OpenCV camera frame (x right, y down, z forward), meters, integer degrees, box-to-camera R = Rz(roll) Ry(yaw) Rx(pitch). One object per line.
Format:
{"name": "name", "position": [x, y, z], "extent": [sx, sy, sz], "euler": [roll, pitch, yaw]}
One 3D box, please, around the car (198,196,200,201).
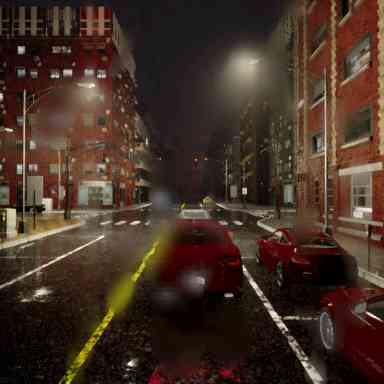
{"name": "car", "position": [2.769, 1.572, 80.732], "extent": [1.887, 1.381, 4.507], "euler": [1, 0, 0]}

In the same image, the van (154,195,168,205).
{"name": "van", "position": [-5.627, 1.359, 58.168], "extent": [1.690, 1.788, 3.998], "euler": [1, 0, 0]}

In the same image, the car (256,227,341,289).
{"name": "car", "position": [2.845, 1.584, 8.869], "extent": [1.802, 1.307, 4.206], "euler": [1, 0, 0]}

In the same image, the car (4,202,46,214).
{"name": "car", "position": [-18.680, 1.730, 37.269], "extent": [4.313, 1.339, 1.947], "euler": [0, -1, 0]}

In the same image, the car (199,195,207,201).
{"name": "car", "position": [2.773, 1.597, 86.383], "extent": [1.947, 1.339, 4.313], "euler": [1, 0, 0]}

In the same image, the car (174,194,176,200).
{"name": "car", "position": [-5.611, 1.553, 80.607], "extent": [1.752, 1.417, 4.829], "euler": [1, 0, 0]}

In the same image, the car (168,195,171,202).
{"name": "car", "position": [-5.626, 1.602, 63.820], "extent": [1.802, 1.307, 4.206], "euler": [1, 0, 0]}

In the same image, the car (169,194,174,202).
{"name": "car", "position": [-5.617, 1.607, 75.125], "extent": [1.802, 1.307, 4.206], "euler": [1, 0, 0]}

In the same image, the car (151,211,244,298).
{"name": "car", "position": [0.105, 1.480, 8.549], "extent": [1.882, 1.535, 5.008], "euler": [0, 0, 0]}

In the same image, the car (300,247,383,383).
{"name": "car", "position": [2.670, 1.583, 3.213], "extent": [1.802, 1.307, 4.206], "euler": [1, 0, 0]}

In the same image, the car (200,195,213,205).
{"name": "car", "position": [2.750, 1.543, 58.292], "extent": [1.752, 1.417, 4.829], "euler": [1, 0, 0]}

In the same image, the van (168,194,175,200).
{"name": "van", "position": [-5.599, 1.375, 92.082], "extent": [1.690, 1.788, 3.998], "euler": [1, 0, 0]}

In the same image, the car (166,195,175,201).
{"name": "car", "position": [-5.607, 1.582, 86.429], "extent": [2.008, 1.369, 4.403], "euler": [1, 0, 0]}
